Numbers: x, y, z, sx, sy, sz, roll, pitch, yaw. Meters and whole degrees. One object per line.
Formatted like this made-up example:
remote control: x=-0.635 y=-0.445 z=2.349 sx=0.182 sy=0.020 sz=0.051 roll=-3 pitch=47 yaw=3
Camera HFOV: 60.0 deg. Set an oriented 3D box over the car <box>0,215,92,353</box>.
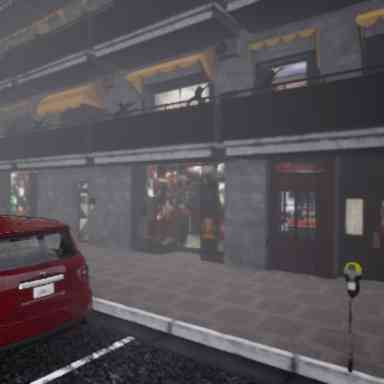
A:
car: x=-3.803 y=1.327 z=5.572 sx=5.009 sy=1.841 sz=2.192 roll=0 pitch=1 yaw=36
